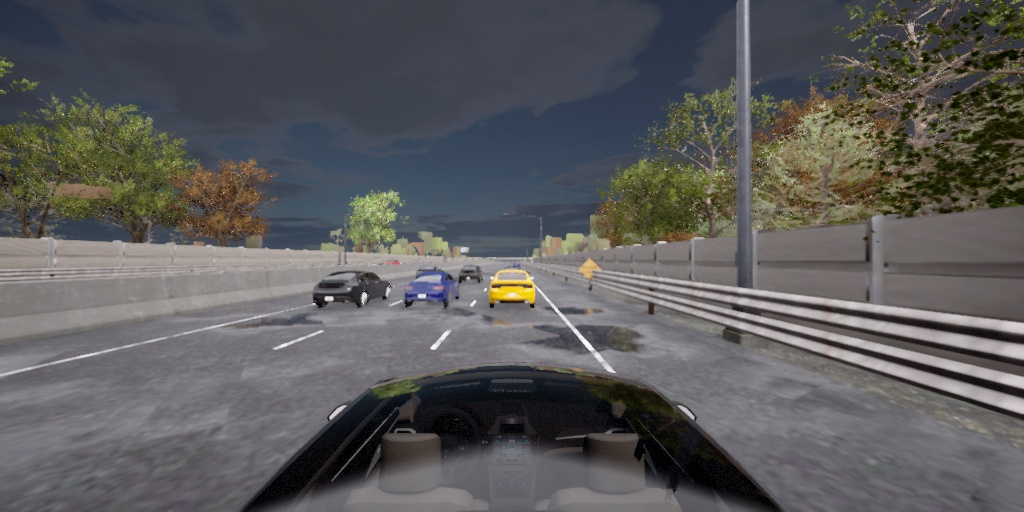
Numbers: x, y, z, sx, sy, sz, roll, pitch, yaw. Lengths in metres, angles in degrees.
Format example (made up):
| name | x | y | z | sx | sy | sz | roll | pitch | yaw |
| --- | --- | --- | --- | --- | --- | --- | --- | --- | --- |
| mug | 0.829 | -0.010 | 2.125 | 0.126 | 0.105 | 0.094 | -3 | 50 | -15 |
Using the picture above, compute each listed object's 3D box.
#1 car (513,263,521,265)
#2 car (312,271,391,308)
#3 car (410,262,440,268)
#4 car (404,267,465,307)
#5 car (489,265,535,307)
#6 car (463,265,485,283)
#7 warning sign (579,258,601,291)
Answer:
| name | x | y | z | sx | sy | sz | roll | pitch | yaw |
| --- | --- | --- | --- | --- | --- | --- | --- | --- | --- |
| car | 0.003 | 1.584 | 30.844 | 2.033 | 1.411 | 5.357 | 0 | -1 | 0 |
| car | -6.995 | 1.396 | 16.151 | 1.837 | 1.490 | 4.892 | 0 | 0 | 0 |
| car | -6.994 | 1.533 | 31.146 | 2.128 | 1.511 | 4.902 | 0 | -1 | 0 |
| car | -3.495 | 1.414 | 16.235 | 1.812 | 1.442 | 4.674 | 0 | 0 | 0 |
| car | 0.006 | 1.367 | 16.338 | 1.882 | 1.535 | 5.008 | 0 | 0 | 0 |
| car | -3.494 | 1.548 | 31.158 | 1.837 | 1.490 | 4.892 | 0 | 0 | 0 |
| warning sign | 4.552 | 1.050 | 20.972 | 1.300 | 1.860 | 1.060 | 0 | 0 | 0 |
